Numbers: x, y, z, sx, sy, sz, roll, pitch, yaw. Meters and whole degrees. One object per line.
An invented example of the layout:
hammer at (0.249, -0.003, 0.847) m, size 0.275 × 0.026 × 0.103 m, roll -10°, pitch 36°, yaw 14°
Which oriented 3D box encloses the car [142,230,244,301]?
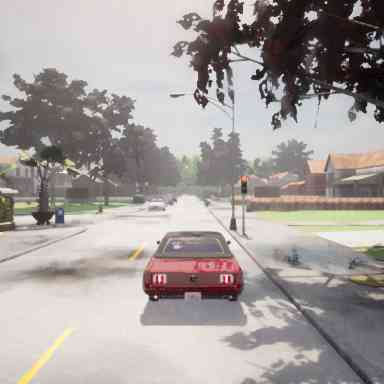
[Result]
car at (0.042, 1.601, 8.252) m, size 1.895 × 1.301 × 4.718 m, roll 0°, pitch 0°, yaw 1°

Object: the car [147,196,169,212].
car at (-4.145, 1.526, 39.669) m, size 1.812 × 1.442 × 4.674 m, roll 0°, pitch 0°, yaw 0°

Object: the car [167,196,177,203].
car at (-4.081, 1.595, 69.518) m, size 1.895 × 1.301 × 4.718 m, roll 0°, pitch 0°, yaw 0°

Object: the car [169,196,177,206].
car at (-4.151, 1.492, 56.239) m, size 2.128 × 1.511 × 4.902 m, roll 0°, pitch 0°, yaw 0°
